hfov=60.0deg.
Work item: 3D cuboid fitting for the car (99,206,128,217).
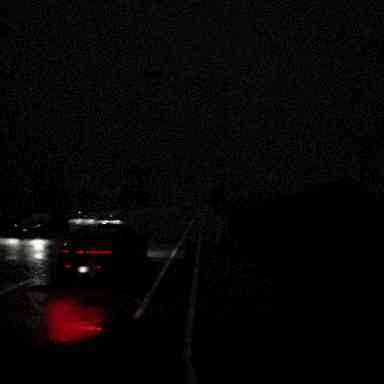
[{"bbox_3d":[-8.764,2.444,38.884,2.128,1.511,4.902,1,-2,2],"label":"car"}]

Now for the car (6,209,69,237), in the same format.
[{"bbox_3d":[-9.414,1.962,21.233,1.812,1.442,4.674,1,-2,2],"label":"car"}]

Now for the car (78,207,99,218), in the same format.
[{"bbox_3d":[-12.195,2.538,40.683,1.895,1.301,4.718,1,-2,3],"label":"car"}]

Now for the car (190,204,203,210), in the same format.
[{"bbox_3d":[0.979,3.843,86.405,2.097,1.767,4.553,1,-2,6],"label":"car"}]

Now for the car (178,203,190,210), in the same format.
[{"bbox_3d":[-2.549,3.956,86.299,2.033,1.411,5.357,1,-2,5],"label":"car"}]

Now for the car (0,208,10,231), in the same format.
[{"bbox_3d":[-12.879,1.877,22.272,1.882,1.535,5.008,1,-2,2],"label":"car"}]

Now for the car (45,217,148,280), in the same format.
[{"bbox_3d":[-2.673,1.781,10.837,1.837,1.490,4.892,1,-2,2],"label":"car"}]
